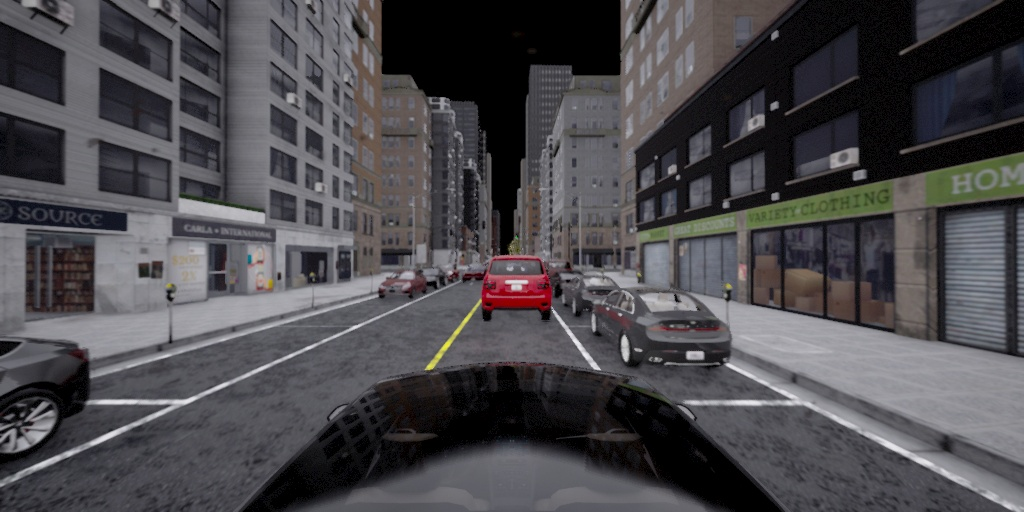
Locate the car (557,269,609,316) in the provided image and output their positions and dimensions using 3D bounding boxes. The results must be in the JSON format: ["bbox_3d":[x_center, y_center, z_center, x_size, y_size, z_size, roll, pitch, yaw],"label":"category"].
[{"bbox_3d":[2.902,1.358,13.318,2.007,1.370,4.403,0,0,0],"label":"car"}]

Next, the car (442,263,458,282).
[{"bbox_3d":[-5.552,1.329,29.921,1.967,1.591,4.097,0,0,0],"label":"car"}]

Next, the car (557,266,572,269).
[{"bbox_3d":[2.926,1.401,18.842,1.948,1.339,4.313,0,0,0],"label":"car"}]

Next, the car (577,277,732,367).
[{"bbox_3d":[2.878,1.331,7.795,2.007,1.370,4.403,0,0,0],"label":"car"}]

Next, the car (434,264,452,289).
[{"bbox_3d":[-5.576,1.427,24.396,1.948,1.339,4.313,0,0,0],"label":"car"}]

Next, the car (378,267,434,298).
[{"bbox_3d":[-5.600,1.416,18.871,1.802,1.307,4.207,0,0,0],"label":"car"}]

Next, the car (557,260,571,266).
[{"bbox_3d":[2.950,1.177,24.365,2.192,1.841,5.009,0,0,0],"label":"car"}]

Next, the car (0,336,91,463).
[{"bbox_3d":[-5.672,1.318,2.296,1.948,1.339,4.313,0,0,0],"label":"car"}]

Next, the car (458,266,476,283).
[{"bbox_3d":[-2.927,1.488,29.455,1.895,1.301,4.718,0,0,1],"label":"car"}]

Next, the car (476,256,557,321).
[{"bbox_3d":[0.143,1.024,12.894,2.150,2.045,5.566,0,-1,0],"label":"car"}]
